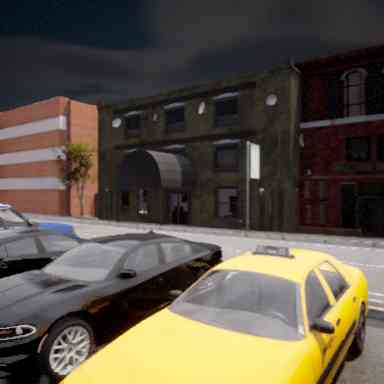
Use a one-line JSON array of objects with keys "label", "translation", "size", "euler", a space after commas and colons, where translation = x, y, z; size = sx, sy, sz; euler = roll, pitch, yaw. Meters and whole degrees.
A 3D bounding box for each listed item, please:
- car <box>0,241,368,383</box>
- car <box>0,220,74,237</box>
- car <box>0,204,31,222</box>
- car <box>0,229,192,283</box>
[{"label": "car", "translation": [0.892, 1.493, 4.129], "size": [1.946, 1.575, 5.366], "euler": [-1, 0, 36]}, {"label": "car", "translation": [-3.602, 1.553, 7.559], "size": [2.097, 1.535, 5.008], "euler": [-1, 0, 36]}, {"label": "car", "translation": [-5.885, 1.331, 9.230], "size": [2.435, 2.045, 5.566], "euler": [-1, 0, 36]}, {"label": "car", "translation": [-1.297, 1.524, 5.927], "size": [2.097, 1.535, 5.008], "euler": [-1, 0, 36]}]
